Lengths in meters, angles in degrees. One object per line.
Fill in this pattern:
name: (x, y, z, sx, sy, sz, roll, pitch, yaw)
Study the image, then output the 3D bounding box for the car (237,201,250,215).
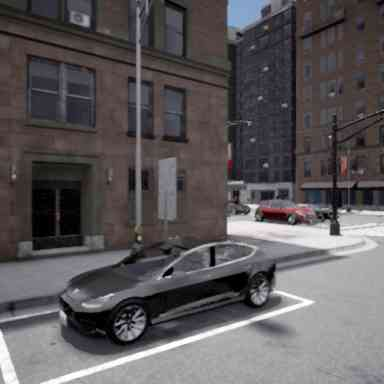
car: (3.910, 1.530, 34.154, 1.837, 1.490, 4.892, 0, 0, -36)

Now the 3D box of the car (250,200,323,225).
car: (6.858, 1.404, 24.612, 2.097, 1.767, 4.553, 0, 0, -36)

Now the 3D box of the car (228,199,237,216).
car: (1.731, 1.378, 31.630, 2.097, 1.767, 4.553, 0, 0, -36)

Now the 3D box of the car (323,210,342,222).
car: (9.404, 1.654, 26.635, 1.895, 1.301, 4.718, 0, 0, -36)

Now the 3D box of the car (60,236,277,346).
car: (-0.205, 1.577, 6.389, 4.313, 1.339, 1.947, 0, 0, -35)
